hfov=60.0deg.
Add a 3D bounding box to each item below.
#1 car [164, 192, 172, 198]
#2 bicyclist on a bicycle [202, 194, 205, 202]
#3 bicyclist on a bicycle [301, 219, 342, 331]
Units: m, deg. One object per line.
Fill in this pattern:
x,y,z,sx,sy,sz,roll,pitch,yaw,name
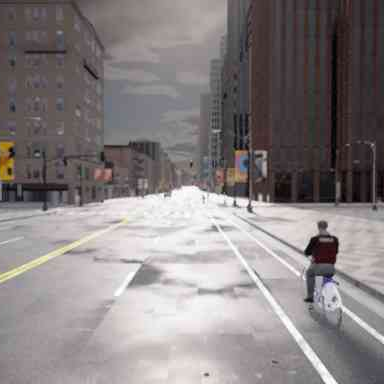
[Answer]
-6.480,0.842,89.048,1.837,1.490,4.892,0,0,0,car
2.265,1.235,64.902,0.866,1.612,1.509,0,0,0,bicyclist on a bicycle
2.251,1.346,5.948,0.659,1.776,1.843,0,0,0,bicyclist on a bicycle
